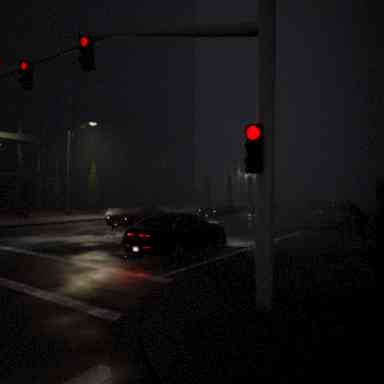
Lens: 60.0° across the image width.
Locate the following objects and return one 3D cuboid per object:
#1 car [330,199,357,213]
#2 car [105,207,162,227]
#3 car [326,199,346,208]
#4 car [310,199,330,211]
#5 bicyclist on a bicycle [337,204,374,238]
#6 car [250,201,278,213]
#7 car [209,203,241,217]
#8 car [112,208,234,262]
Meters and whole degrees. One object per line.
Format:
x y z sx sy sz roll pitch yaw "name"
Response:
18.204 1.619 39.414 1.882 1.535 5.008 0 0 35 "car"
-3.176 1.613 21.190 1.895 1.301 4.718 0 0 35 "car"
22.204 1.758 51.226 1.895 1.301 4.718 0 0 35 "car"
16.895 1.619 43.575 2.128 1.511 4.902 0 0 35 "car"
7.966 1.396 16.220 1.656 1.620 0.582 0 0 35 "bicyclist on a bicycle"
8.201 1.578 37.522 1.837 1.490 4.892 0 0 35 "car"
2.460 1.643 29.291 1.895 1.301 4.718 0 0 35 "car"
-0.448 1.546 12.517 1.837 1.490 4.892 -1 -1 33 "car"
